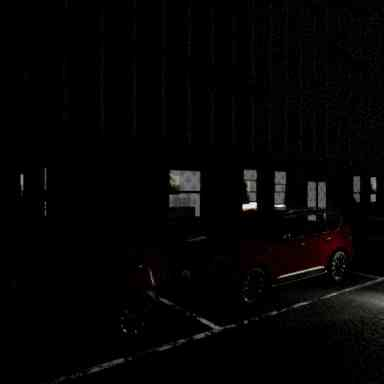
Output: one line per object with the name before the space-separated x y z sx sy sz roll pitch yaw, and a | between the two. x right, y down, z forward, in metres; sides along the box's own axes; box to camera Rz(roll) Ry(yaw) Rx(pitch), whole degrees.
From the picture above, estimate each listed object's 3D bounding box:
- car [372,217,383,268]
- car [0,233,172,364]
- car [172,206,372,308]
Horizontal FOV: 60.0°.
car | 6.468 1.560 11.329 4.313 1.339 1.947 0 0 -35
car | -2.594 1.440 4.884 4.097 1.590 1.967 0 0 -35
car | 1.937 1.314 8.105 5.009 1.841 2.192 0 0 -35
